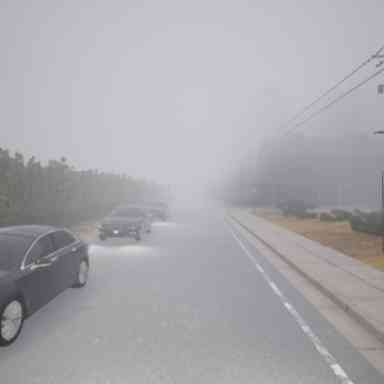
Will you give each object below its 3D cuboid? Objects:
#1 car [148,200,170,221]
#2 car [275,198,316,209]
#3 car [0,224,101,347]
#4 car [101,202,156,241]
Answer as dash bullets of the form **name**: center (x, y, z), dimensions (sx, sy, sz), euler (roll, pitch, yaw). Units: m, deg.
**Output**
- **car**: center (-2.878, 1.435, 26.855), dimensions (1.837, 1.490, 4.892), euler (1, 0, 2)
- **car**: center (12.703, 1.547, 40.982), dimensions (4.892, 1.490, 1.837), euler (1, -1, 0)
- **car**: center (-3.452, 1.460, 6.331), dimensions (1.837, 1.490, 4.892), euler (1, 0, 2)
- **car**: center (-3.170, 1.448, 16.558), dimensions (1.837, 1.490, 4.892), euler (1, 0, 1)
